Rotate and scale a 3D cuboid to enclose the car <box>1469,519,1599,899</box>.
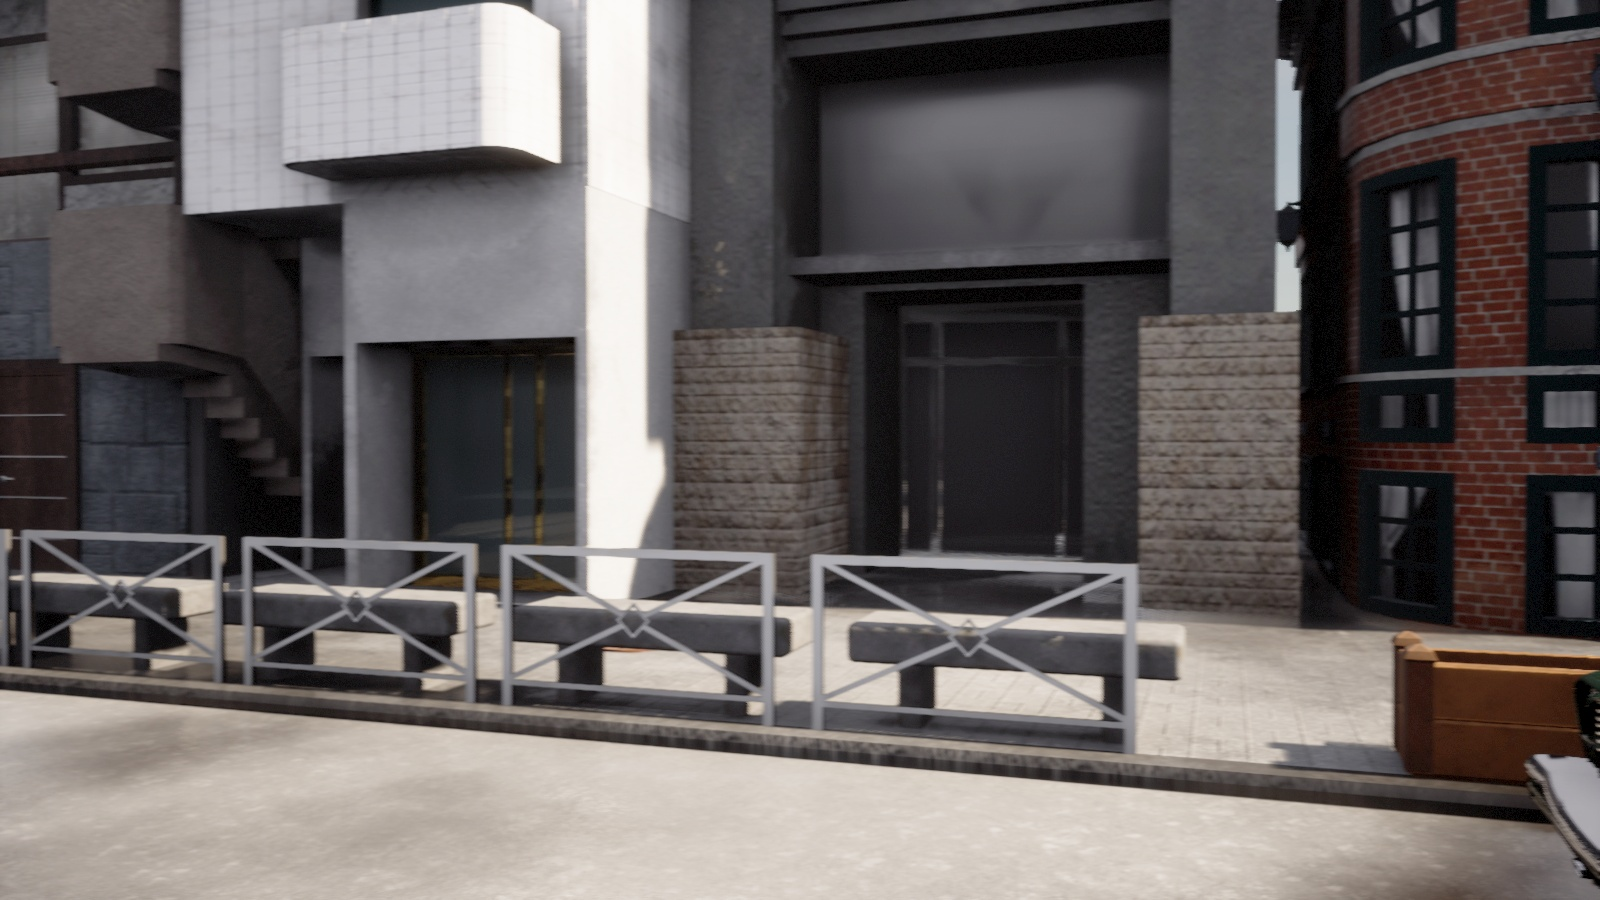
[{"bbox_3d":[4.074,0.909,2.351,4.718,1.301,1.895,1,1,19],"label":"car"}]
